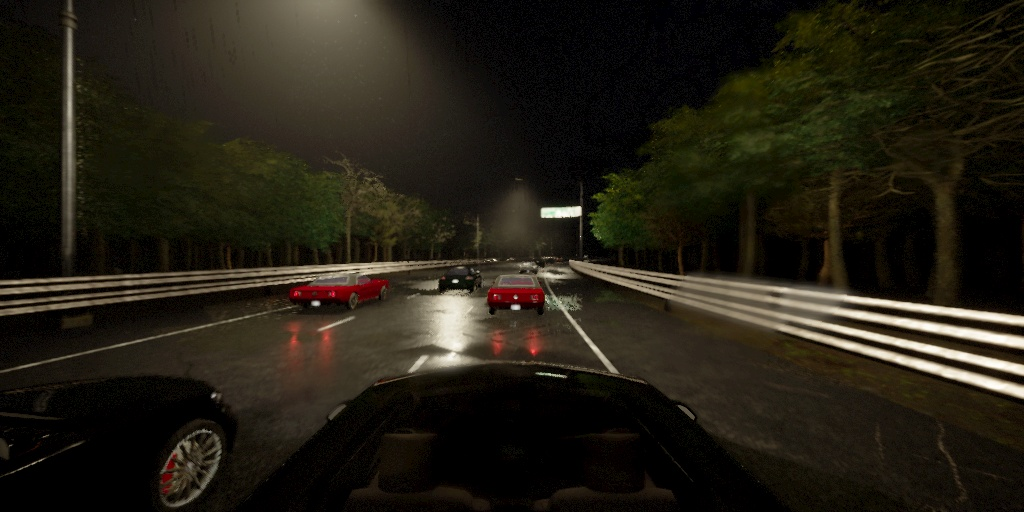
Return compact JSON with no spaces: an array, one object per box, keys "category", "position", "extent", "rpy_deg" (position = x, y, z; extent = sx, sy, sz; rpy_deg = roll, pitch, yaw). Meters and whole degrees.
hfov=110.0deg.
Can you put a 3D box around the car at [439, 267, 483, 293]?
[{"category":"car","position":[-2.898,1.311,20.992],"extent":[1.994,1.385,4.181],"rpy_deg":[0,0,3]}]

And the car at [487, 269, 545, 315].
[{"category":"car","position":[0.194,1.355,13.715],"extent":[1.895,1.301,4.718],"rpy_deg":[0,0,2]}]

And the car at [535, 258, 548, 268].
[{"category":"car","position":[4.664,1.077,62.066],"extent":[2.097,1.767,4.553],"rpy_deg":[0,0,9]}]

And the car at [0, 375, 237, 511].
[{"category":"car","position":[-3.389,1.268,1.254],"extent":[1.812,1.442,4.674],"rpy_deg":[0,0,0]}]

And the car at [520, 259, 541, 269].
[{"category":"car","position":[1.968,1.344,40.778],"extent":[1.895,1.301,4.718],"rpy_deg":[0,0,6]}]

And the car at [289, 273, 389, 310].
[{"category":"car","position":[-6.680,1.340,14.575],"extent":[1.895,1.301,4.718],"rpy_deg":[0,0,2]}]
